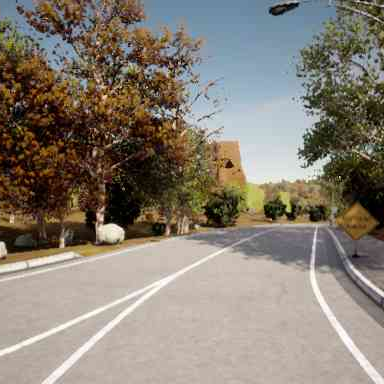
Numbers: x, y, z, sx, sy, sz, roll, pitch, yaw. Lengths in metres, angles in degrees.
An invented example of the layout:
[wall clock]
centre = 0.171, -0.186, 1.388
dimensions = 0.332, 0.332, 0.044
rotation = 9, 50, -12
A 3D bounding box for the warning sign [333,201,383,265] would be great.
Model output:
[warning sign]
centre = 5.316, 1.248, 10.756
dimensions = 1.300, 1.860, 1.060
rotation = 2, 1, 21
